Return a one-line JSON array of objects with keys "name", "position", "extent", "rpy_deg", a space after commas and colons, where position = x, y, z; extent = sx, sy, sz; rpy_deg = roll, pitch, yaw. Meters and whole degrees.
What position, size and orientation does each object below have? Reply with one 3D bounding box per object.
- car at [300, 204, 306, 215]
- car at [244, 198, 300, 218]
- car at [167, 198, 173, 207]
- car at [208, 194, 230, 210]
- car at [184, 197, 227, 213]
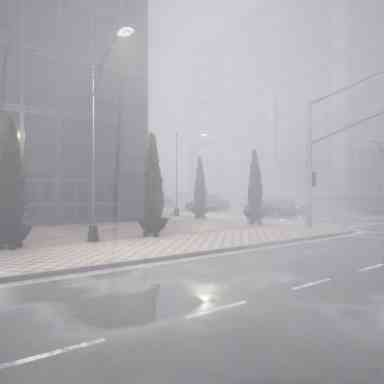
[{"name": "car", "position": [9.502, 1.416, 33.463], "extent": [2.097, 1.767, 4.553], "rpy_deg": [0, 0, -36]}, {"name": "car", "position": [7.059, 1.541, 30.872], "extent": [1.882, 1.535, 5.008], "rpy_deg": [0, 0, -36]}, {"name": "car", "position": [-5.322, 1.288, 53.817], "extent": [2.150, 2.045, 5.566], "rpy_deg": [0, 0, -37]}, {"name": "car", "position": [2.524, 1.284, 43.035], "extent": [2.150, 2.045, 5.566], "rpy_deg": [0, 0, -36]}, {"name": "car", "position": [1.240, 1.611, 38.852], "extent": [2.033, 1.411, 5.357], "rpy_deg": [0, 0, -36]}]
